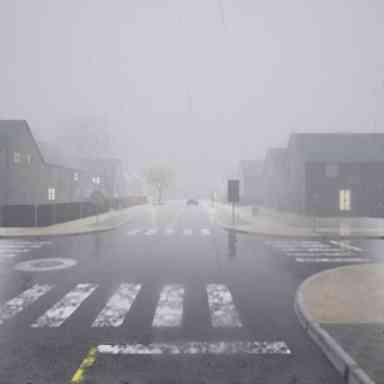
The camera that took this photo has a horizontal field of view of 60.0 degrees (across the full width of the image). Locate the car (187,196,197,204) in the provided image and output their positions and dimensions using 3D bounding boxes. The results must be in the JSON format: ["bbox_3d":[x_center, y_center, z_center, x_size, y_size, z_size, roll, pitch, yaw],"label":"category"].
[{"bbox_3d":[0.055,1.665,66.849,1.882,1.535,5.008,0,0,0],"label":"car"}]

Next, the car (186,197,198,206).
[{"bbox_3d":[0.046,1.616,56.429,2.128,1.511,4.902,0,0,0],"label":"car"}]
